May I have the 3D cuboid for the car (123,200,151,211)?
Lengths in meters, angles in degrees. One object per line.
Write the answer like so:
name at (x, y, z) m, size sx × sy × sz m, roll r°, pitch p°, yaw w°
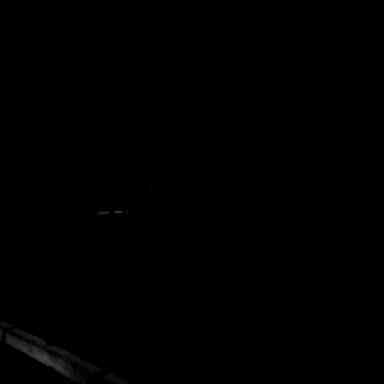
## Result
car at (-7.979, 1.939, 48.750) m, size 2.128 × 1.511 × 4.902 m, roll -2°, pitch -1°, yaw 32°
